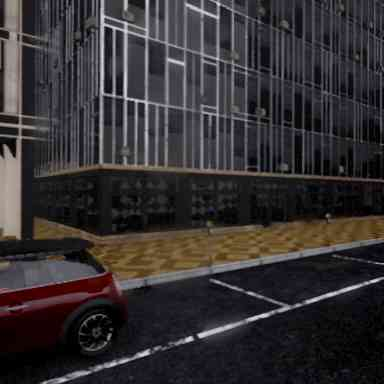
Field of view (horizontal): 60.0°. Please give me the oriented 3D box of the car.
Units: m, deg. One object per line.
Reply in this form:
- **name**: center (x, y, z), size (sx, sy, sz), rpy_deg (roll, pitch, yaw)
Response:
- **car**: center (-3.026, 1.440, 4.394), size (4.097, 1.590, 1.967), rpy_deg (0, 0, -36)
